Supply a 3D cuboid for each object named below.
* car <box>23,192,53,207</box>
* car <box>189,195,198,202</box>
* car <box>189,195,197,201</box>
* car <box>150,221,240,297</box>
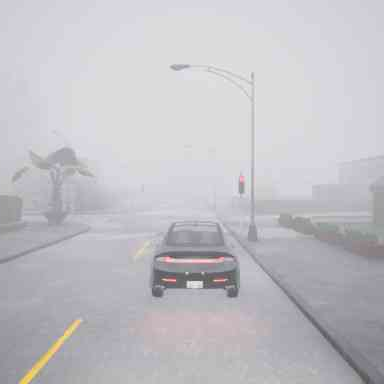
[{"bbox_3d":[-19.593,0.986,43.003,1.905,1.878,3.866,0,0,35],"label":"car"},{"bbox_3d":[0.290,1.465,74.479,1.882,1.535,5.008,0,0,0],"label":"car"},{"bbox_3d":[0.331,1.541,84.715,1.994,1.385,4.181,0,0,0],"label":"car"},{"bbox_3d":[0.084,1.492,8.544,2.128,1.511,4.902,0,0,1],"label":"car"}]
